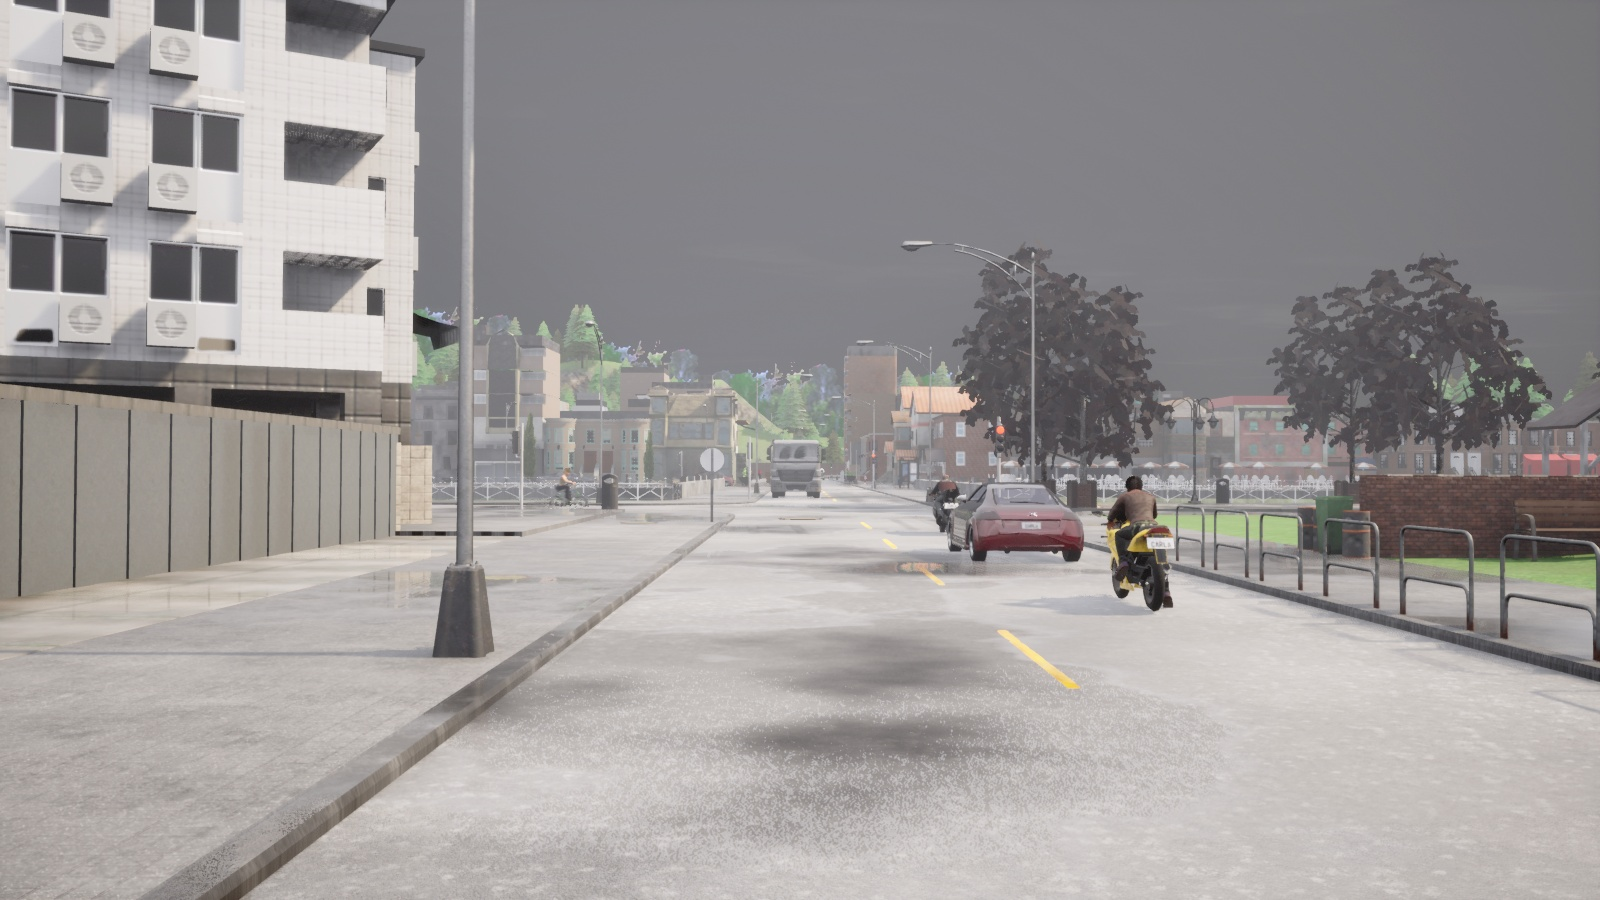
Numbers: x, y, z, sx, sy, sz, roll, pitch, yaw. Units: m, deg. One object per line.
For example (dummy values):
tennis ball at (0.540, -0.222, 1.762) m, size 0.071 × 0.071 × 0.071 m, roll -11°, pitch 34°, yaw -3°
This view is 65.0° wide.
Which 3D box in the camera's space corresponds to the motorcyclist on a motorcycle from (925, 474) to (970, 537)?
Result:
motorcyclist on a motorcycle at (3.677, 1.362, 31.448) m, size 0.866 × 1.530 × 2.191 m, roll 0°, pitch -1°, yaw 0°

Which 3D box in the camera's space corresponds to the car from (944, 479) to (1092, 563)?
car at (3.933, 1.254, 23.348) m, size 1.994 × 1.385 × 4.181 m, roll 0°, pitch -1°, yaw 0°

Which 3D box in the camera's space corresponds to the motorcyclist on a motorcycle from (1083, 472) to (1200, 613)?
motorcyclist on a motorcycle at (3.957, 1.028, 14.727) m, size 0.797 × 1.523 × 2.044 m, roll 0°, pitch -1°, yaw 0°

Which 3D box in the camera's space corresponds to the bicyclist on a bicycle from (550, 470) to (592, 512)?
bicyclist on a bicycle at (-9.039, 1.619, 49.638) m, size 1.509 × 1.612 × 0.866 m, roll 0°, pitch -1°, yaw 0°

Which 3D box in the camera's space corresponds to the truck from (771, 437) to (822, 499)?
truck at (-0.218, 1.085, 74.708) m, size 2.891 × 3.462 × 7.936 m, roll 0°, pitch -1°, yaw 0°
